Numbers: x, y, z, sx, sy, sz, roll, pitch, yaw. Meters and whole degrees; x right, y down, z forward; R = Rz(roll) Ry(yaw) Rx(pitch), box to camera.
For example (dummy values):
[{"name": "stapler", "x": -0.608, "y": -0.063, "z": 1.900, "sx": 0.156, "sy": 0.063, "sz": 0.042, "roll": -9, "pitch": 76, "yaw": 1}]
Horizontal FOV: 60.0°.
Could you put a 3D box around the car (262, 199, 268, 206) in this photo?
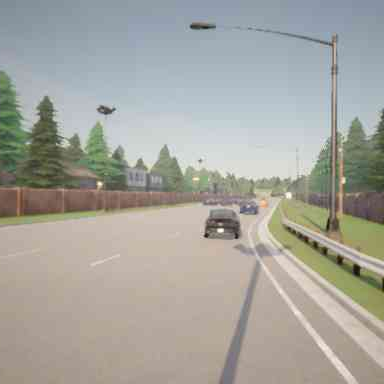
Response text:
[{"name": "car", "x": 15.619, "y": 2.229, "z": 72.981, "sx": 2.097, "sy": 1.767, "sz": 4.553, "roll": 1, "pitch": -1, "yaw": 15}]

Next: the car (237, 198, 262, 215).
[{"name": "car", "x": 7.272, "y": 1.826, "z": 41.750, "sx": 2.097, "sy": 1.767, "sz": 4.553, "roll": 1, "pitch": -1, "yaw": 15}]

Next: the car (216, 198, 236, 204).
[{"name": "car", "x": 7.017, "y": 2.219, "z": 68.003, "sx": 2.128, "sy": 1.511, "sz": 4.902, "roll": 1, "pitch": -1, "yaw": 15}]

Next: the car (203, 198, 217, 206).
[{"name": "car", "x": 3.742, "y": 2.014, "z": 69.294, "sx": 2.097, "sy": 1.767, "sz": 4.553, "roll": 1, "pitch": -1, "yaw": 15}]

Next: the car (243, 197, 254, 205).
[{"name": "car", "x": 13.115, "y": 2.097, "z": 77.118, "sx": 2.097, "sy": 1.767, "sz": 4.553, "roll": 1, "pitch": -1, "yaw": 15}]

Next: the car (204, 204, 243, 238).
[{"name": "car", "x": 1.800, "y": 1.698, "z": 18.932, "sx": 1.837, "sy": 1.490, "sz": 4.892, "roll": 0, "pitch": 0, "yaw": 9}]

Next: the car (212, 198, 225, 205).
[{"name": "car", "x": 6.365, "y": 2.194, "z": 78.976, "sx": 2.033, "sy": 1.411, "sz": 5.357, "roll": 1, "pitch": -1, "yaw": 15}]

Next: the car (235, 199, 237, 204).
[{"name": "car", "x": 10.503, "y": 2.271, "z": 67.490, "sx": 1.812, "sy": 1.442, "sz": 4.674, "roll": 1, "pitch": -1, "yaw": 15}]

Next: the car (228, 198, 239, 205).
[{"name": "car", "x": 9.743, "y": 2.222, "z": 78.061, "sx": 1.812, "sy": 1.442, "sz": 4.674, "roll": 1, "pitch": -1, "yaw": 15}]
